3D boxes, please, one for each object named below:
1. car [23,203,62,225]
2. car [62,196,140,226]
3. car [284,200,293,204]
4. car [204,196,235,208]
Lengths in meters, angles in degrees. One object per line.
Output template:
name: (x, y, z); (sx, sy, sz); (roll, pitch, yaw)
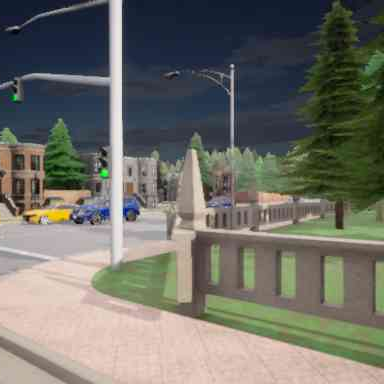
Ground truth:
car: (-10.245, 1.584, 25.348); (1.882, 1.535, 5.008); (0, 0, 36)
car: (-6.348, 1.309, 24.795); (2.150, 2.045, 5.566); (0, 0, 35)
car: (12.366, 1.560, 38.819); (1.882, 1.535, 5.008); (0, 0, 35)
car: (3.066, 1.252, 37.833); (2.097, 1.767, 4.553); (0, 0, 35)
